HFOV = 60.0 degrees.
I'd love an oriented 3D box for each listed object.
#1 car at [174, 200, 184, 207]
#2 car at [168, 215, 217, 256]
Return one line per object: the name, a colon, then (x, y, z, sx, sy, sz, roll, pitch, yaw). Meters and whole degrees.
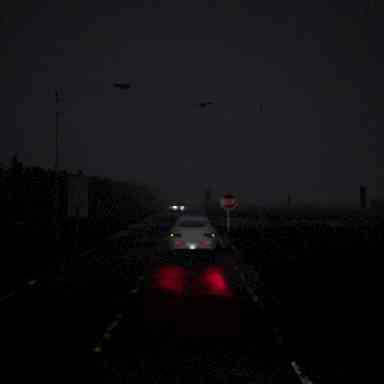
car: (-2.677, 2.257, 67.770, 1.895, 1.301, 4.718, 0, 0, 0)
car: (0.040, 1.666, 13.705, 1.812, 1.442, 4.674, 0, -1, 1)
